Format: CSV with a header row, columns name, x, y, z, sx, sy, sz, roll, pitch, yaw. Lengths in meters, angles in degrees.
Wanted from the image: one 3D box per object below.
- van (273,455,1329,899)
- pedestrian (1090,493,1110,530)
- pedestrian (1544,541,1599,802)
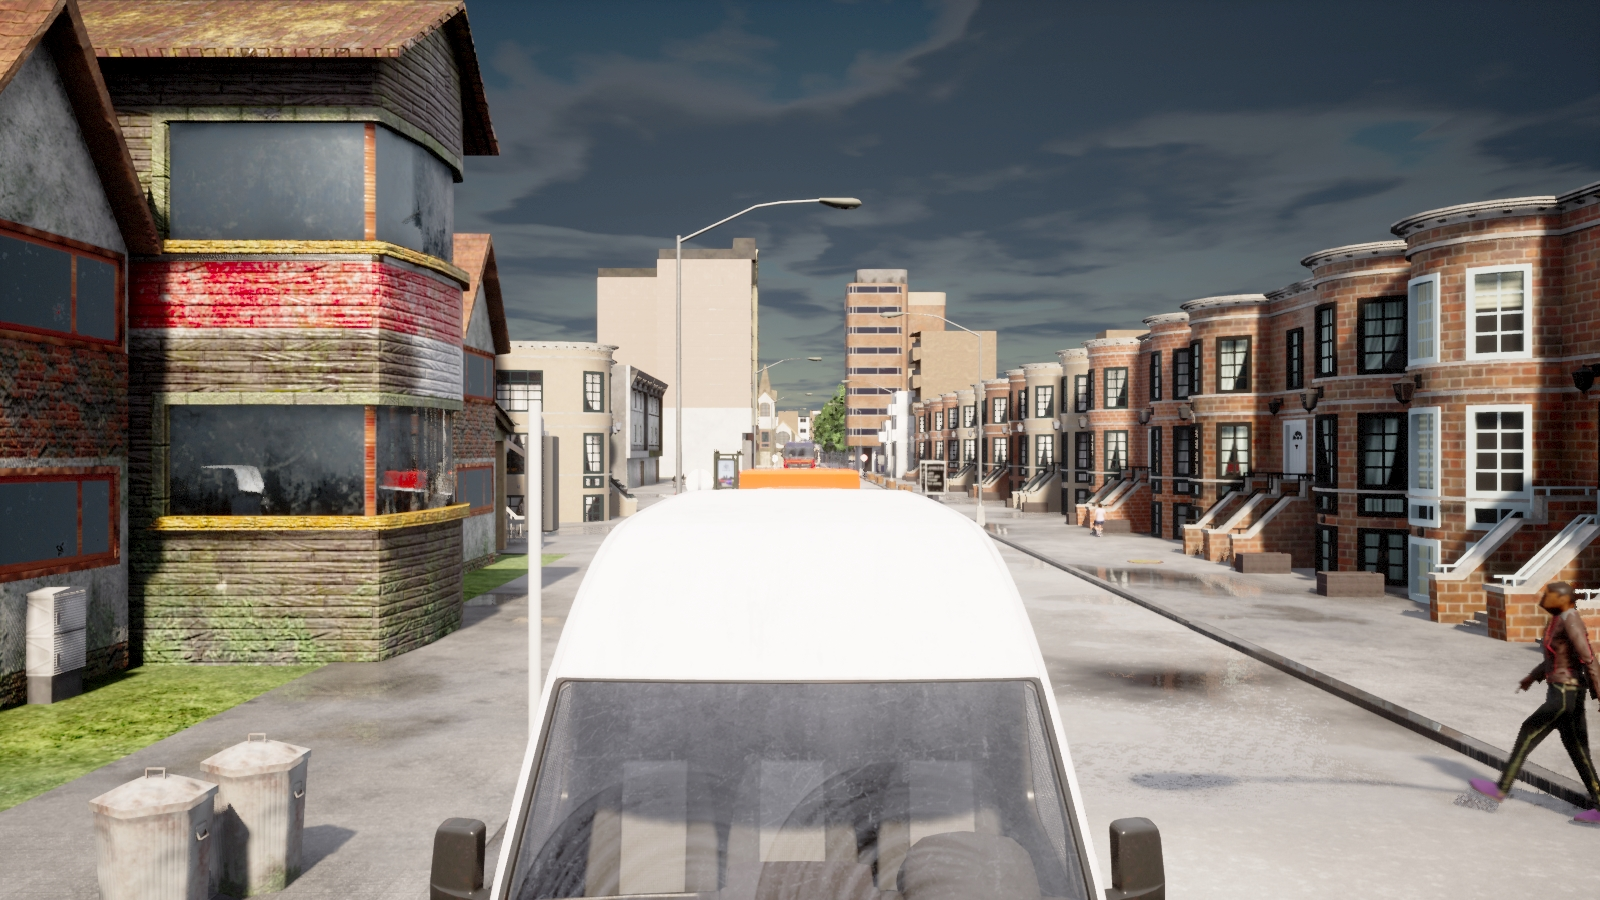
name,x,y,z,sx,sy,sz,roll,pitch,yaw
van,-0.003,1.314,5.110,1.988,2.561,5.915,0,0,0
pedestrian,9.295,1.903,35.408,0.500,1.100,0.500,0,0,-1
pedestrian,5.797,1.629,8.547,0.375,1.860,0.375,0,0,31
